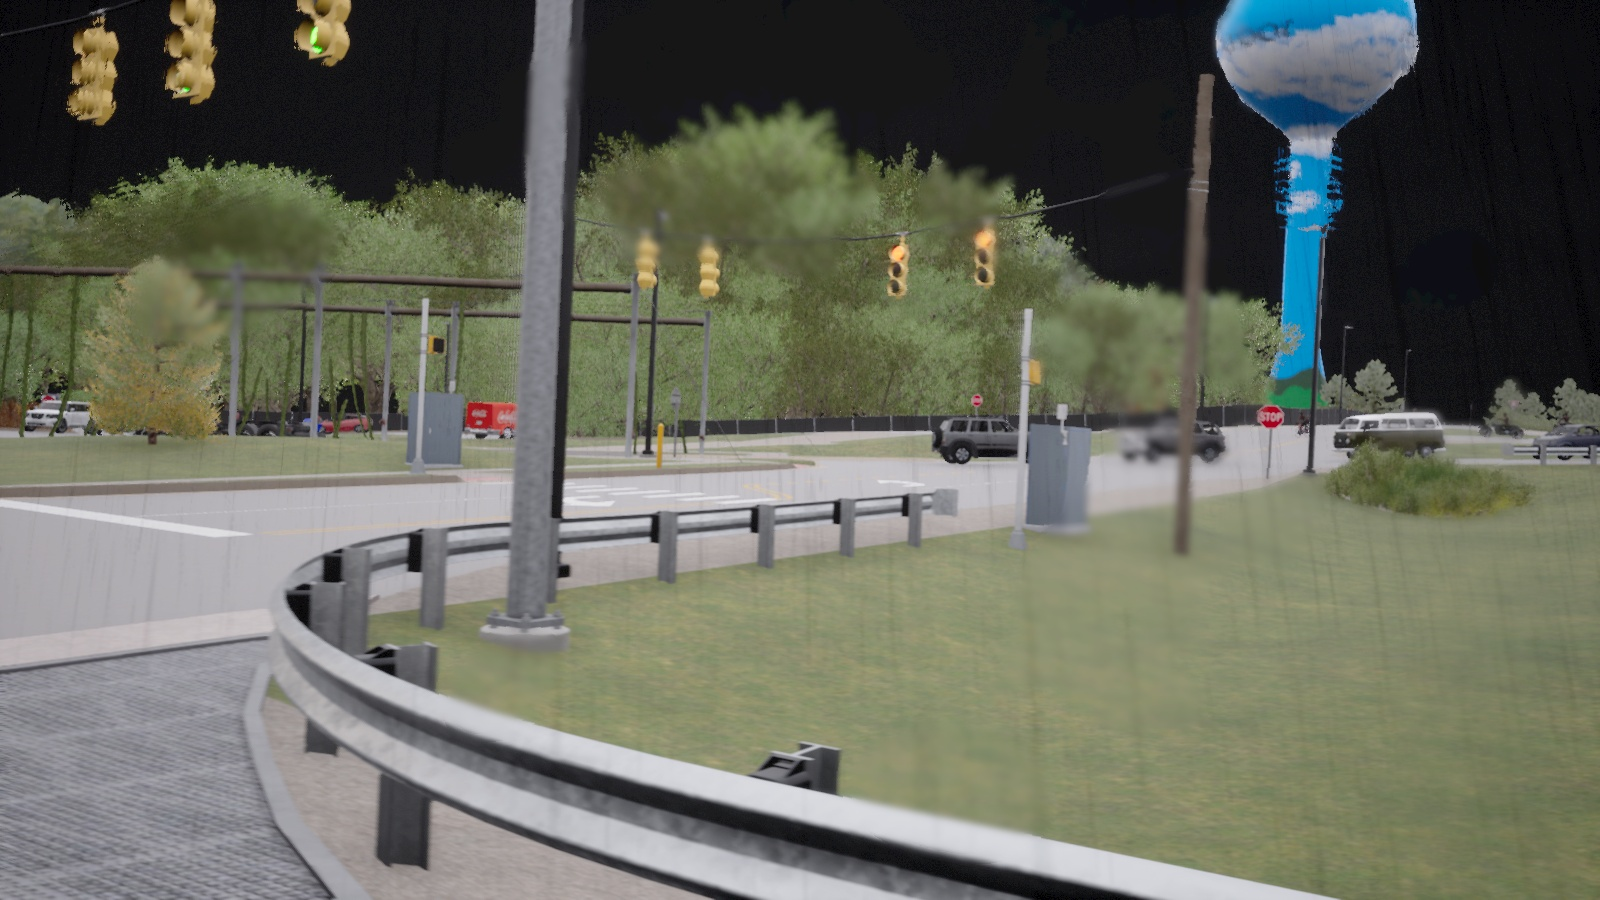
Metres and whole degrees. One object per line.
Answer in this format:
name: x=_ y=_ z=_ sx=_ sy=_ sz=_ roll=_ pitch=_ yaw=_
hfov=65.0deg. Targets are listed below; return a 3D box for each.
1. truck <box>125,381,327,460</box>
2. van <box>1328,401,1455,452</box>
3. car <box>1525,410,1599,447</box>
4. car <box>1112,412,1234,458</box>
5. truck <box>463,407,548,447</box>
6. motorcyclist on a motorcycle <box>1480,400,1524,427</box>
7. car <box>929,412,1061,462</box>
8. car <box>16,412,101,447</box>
truck: x=-25.727 y=-1.307 z=56.456 sx=7.936 sy=3.462 sz=2.891 roll=0 pitch=0 yaw=7
van: x=25.526 y=-1.010 z=54.281 sx=4.480 sy=2.038 sz=2.069 roll=-1 pitch=0 yaw=-4
car: x=34.201 y=-0.964 z=55.239 sx=3.705 sy=1.549 sz=1.789 roll=-2 pitch=1 yaw=-11
car: x=15.686 y=-0.669 z=52.898 sx=4.605 sy=1.855 sz=1.932 roll=-1 pitch=3 yaw=-18
truck: x=-19.471 y=-1.537 z=83.201 sx=2.627 sy=2.467 sz=5.204 roll=3 pitch=2 yaw=28
motorcyclist on a motorcycle: x=43.967 y=-2.298 z=78.676 sx=2.350 sy=1.649 sz=0.766 roll=2 pitch=4 yaw=34
car: x=7.354 y=-0.507 z=47.598 sx=4.605 sy=1.855 sz=1.932 roll=0 pitch=1 yaw=-5
car: x=-46.329 y=-1.253 z=78.648 sx=2.150 sy=2.045 sz=5.566 roll=2 pitch=0 yaw=-2
